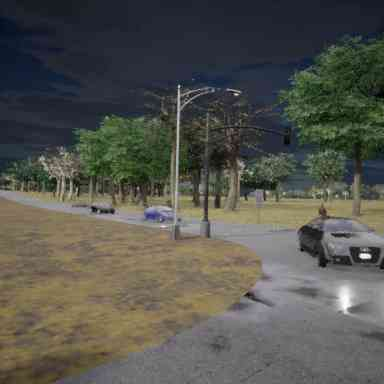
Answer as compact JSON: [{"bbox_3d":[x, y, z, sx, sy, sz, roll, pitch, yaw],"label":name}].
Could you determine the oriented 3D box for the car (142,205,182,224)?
[{"bbox_3d":[-2.636,1.828,28.013,1.812,1.442,4.674,3,-2,-34],"label":"car"}]

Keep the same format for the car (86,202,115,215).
[{"bbox_3d":[-10.954,1.930,40.497,1.882,1.535,5.008,3,-1,-34],"label":"car"}]

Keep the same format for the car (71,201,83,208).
[{"bbox_3d":[-21.384,2.309,62.776,1.994,1.385,4.181,3,-2,-34],"label":"car"}]

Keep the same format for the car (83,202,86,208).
[{"bbox_3d":[-15.825,2.255,54.466,1.994,1.385,4.181,3,-2,-35],"label":"car"}]

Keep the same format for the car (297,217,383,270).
[{"bbox_3d":[4.820,1.525,10.878,1.994,1.385,4.181,1,0,5],"label":"car"}]

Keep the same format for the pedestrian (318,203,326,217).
[{"bbox_3d":[9.301,1.717,23.824,0.375,1.860,0.375,1,-1,-34],"label":"pedestrian"}]
